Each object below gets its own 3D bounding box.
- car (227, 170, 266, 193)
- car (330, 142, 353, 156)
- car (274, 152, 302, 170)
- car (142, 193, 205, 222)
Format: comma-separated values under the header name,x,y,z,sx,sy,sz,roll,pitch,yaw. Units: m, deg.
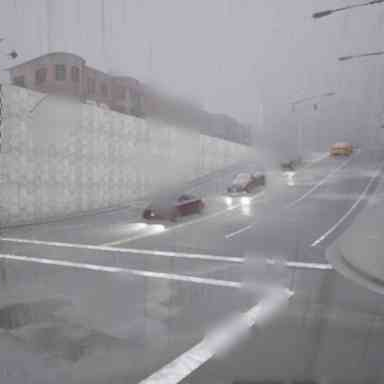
name,x,y,z,sx,sy,sz,roll,pitch,yaw
car,4.584,-0.973,27.643,1.812,1.442,4.674,1,14,35
car,18.243,-5.361,40.607,1.882,1.535,5.008,2,14,35
car,10.402,-3.447,35.837,1.837,1.490,4.892,1,15,35
car,-1.016,0.811,19.692,1.994,1.385,4.181,1,7,35
